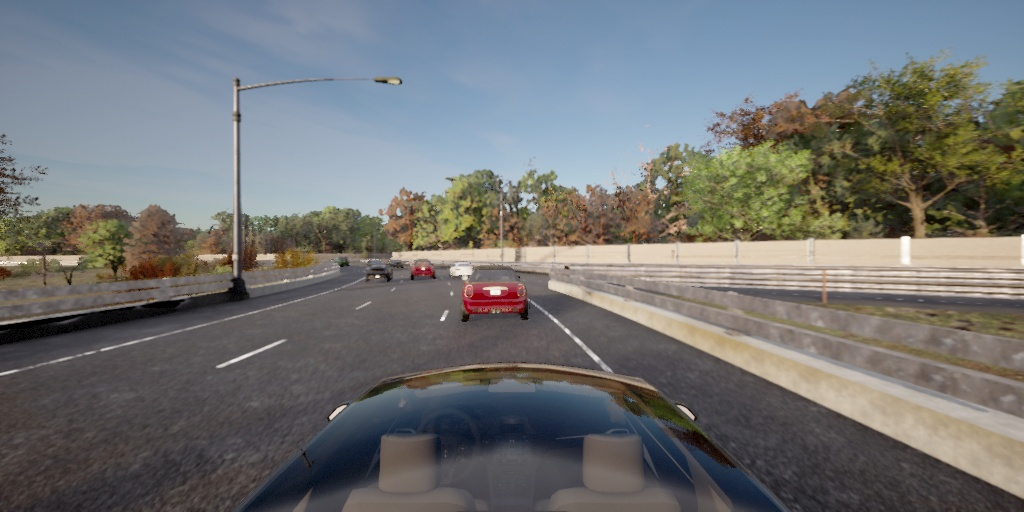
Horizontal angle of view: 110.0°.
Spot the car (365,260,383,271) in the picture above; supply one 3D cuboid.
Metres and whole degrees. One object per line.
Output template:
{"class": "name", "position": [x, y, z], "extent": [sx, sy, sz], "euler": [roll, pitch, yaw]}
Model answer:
{"class": "car", "position": [-20.349, 1.388, 52.692], "extent": [1.837, 1.490, 4.892], "euler": [0, 0, -29]}

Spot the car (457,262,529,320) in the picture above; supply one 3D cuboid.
{"class": "car", "position": [-0.711, 1.109, 12.842], "extent": [2.097, 1.767, 4.553], "euler": [0, 0, -6]}

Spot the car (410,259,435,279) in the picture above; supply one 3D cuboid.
{"class": "car", "position": [-8.422, 1.161, 33.570], "extent": [2.097, 1.767, 4.553], "euler": [0, 0, -17]}

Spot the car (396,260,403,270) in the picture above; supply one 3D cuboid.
{"class": "car", "position": [-18.474, 1.378, 56.535], "extent": [1.837, 1.490, 4.892], "euler": [0, 0, -30]}

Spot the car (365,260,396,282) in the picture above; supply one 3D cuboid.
{"class": "car", "position": [-10.970, 1.327, 29.852], "extent": [1.837, 1.490, 4.892], "euler": [0, 0, -16]}

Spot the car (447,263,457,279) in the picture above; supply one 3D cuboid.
{"class": "car", "position": [-4.760, 1.314, 33.553], "extent": [1.812, 1.442, 4.674], "euler": [0, 0, -17]}
